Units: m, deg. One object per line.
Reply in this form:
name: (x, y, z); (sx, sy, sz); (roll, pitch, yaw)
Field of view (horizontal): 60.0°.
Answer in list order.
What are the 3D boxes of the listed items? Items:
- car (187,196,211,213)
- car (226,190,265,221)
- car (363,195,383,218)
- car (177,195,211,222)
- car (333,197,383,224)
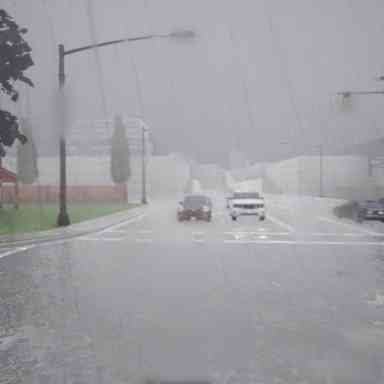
car: (0.752, 1.104, 31.318); (1.994, 1.385, 4.181); (0, 1, 4)
car: (3.799, 0.858, 23.757); (2.150, 2.045, 5.566); (0, 1, 4)
car: (14.456, 1.053, 23.987); (1.882, 1.535, 5.008); (0, 1, 3)
car: (0.223, 1.023, 22.696); (2.097, 1.767, 4.553); (0, 1, 4)
car: (10.783, 1.184, 21.218); (2.033, 1.411, 5.357); (0, 1, 3)
